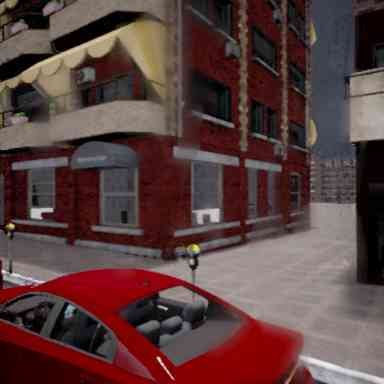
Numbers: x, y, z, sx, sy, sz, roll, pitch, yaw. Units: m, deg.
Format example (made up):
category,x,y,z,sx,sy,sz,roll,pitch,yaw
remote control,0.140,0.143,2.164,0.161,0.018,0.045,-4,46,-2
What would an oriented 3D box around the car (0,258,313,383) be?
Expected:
category,x,y,z,sx,sy,sz,roll,pitch,yaw
car,-1.069,1.539,3.647,4.507,1.381,1.887,0,0,36
